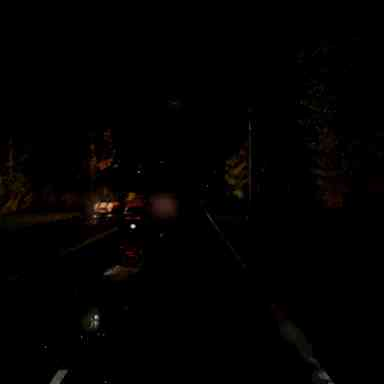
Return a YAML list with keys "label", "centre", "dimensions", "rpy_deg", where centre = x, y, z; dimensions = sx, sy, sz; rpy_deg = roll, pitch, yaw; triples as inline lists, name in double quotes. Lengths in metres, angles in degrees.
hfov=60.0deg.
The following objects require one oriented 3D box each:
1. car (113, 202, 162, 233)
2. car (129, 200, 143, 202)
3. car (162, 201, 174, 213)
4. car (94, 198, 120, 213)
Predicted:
- label: "car"
  centre: [-3.164, 1.586, 20.272]
  dimensions: [1.837, 1.490, 4.892]
  rpy_deg: [0, 0, 0]
- label: "car"
  centre: [-6.469, 1.622, 38.148]
  dimensions: [1.882, 1.535, 5.008]
  rpy_deg: [0, 0, 0]
- label: "car"
  centre: [-3.103, 1.738, 39.068]
  dimensions: [1.895, 1.301, 4.718]
  rpy_deg: [0, 0, 0]
- label: "car"
  centre: [-9.717, 1.498, 38.306]
  dimensions: [2.097, 1.767, 4.553]
  rpy_deg: [0, 0, 0]
